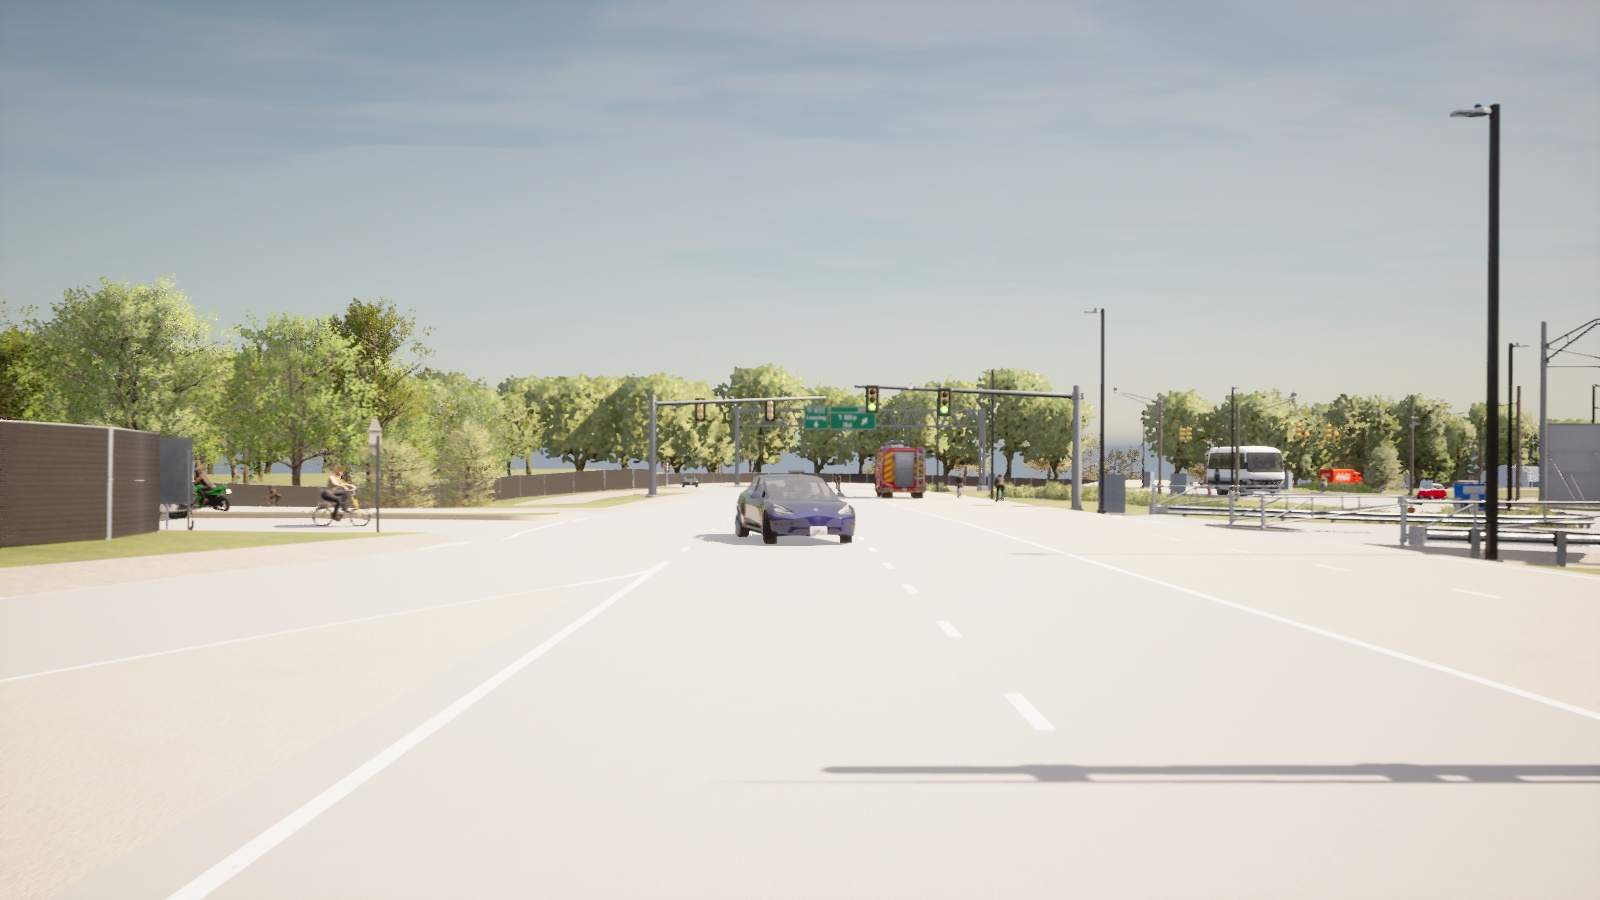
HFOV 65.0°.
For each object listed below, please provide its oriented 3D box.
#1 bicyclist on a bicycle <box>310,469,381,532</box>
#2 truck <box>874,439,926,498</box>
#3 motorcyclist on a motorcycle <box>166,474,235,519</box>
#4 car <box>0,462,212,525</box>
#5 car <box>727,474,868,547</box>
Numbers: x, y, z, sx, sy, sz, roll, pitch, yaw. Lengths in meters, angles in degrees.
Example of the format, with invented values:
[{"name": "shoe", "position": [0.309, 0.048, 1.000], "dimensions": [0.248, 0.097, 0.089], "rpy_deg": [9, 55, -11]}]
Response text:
[{"name": "bicyclist on a bicycle", "position": [-11.774, 1.294, 32.574], "dimensions": [1.509, 1.612, 0.866], "rpy_deg": [0, 0, 0]}, {"name": "truck", "position": [6.787, 1.293, 86.205], "dimensions": [2.891, 3.827, 8.468], "rpy_deg": [0, -1, 0]}, {"name": "motorcyclist on a motorcycle", "position": [-20.912, 1.611, 43.817], "dimensions": [2.044, 1.523, 0.797], "rpy_deg": [0, 0, 1]}, {"name": "car", "position": [-19.877, 1.220, 35.988], "dimensions": [5.027, 1.651, 2.152], "rpy_deg": [-1, -1, -1]}, {"name": "car", "position": [-0.175, 1.293, 28.383], "dimensions": [2.163, 1.488, 4.792], "rpy_deg": [0, -1, -13]}]
